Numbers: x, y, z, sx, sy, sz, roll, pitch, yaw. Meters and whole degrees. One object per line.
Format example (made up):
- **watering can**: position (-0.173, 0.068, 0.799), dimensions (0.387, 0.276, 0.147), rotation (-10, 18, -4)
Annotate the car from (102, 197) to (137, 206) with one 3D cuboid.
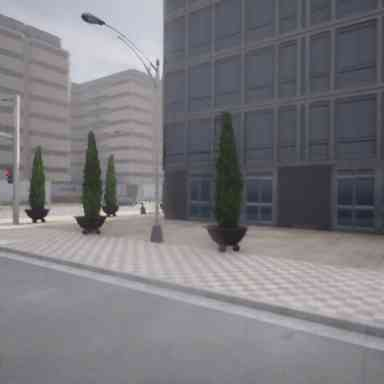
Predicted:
- **car**: position (-10.037, 1.340, 46.382), dimensions (2.033, 1.411, 5.357), rotation (1, 0, 35)
